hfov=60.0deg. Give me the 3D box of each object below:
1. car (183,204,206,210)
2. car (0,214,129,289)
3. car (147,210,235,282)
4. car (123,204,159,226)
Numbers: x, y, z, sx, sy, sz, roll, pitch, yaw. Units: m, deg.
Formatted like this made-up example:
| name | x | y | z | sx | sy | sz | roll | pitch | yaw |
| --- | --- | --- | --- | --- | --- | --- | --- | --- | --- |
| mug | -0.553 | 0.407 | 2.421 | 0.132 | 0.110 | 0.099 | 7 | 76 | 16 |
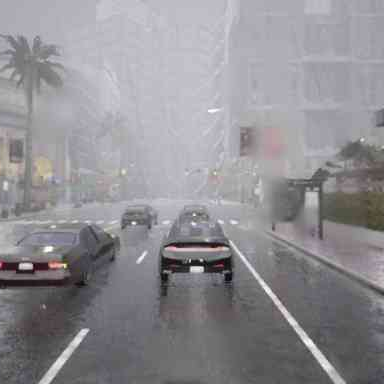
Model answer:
| name | x | y | z | sx | sy | sz | roll | pitch | yaw |
| --- | --- | --- | --- | --- | --- | --- | --- | --- | --- |
| car | 0.198 | 1.567 | 21.553 | 1.837 | 1.490 | 4.892 | 0 | 0 | 2 |
| car | -3.394 | 1.574 | 9.306 | 2.033 | 1.411 | 5.357 | 0 | 0 | 0 |
| car | 0.108 | 1.519 | 9.822 | 2.128 | 1.511 | 4.902 | 0 | 0 | 0 |
| car | -3.368 | 1.568 | 21.915 | 1.837 | 1.490 | 4.892 | 0 | 0 | 1 |
